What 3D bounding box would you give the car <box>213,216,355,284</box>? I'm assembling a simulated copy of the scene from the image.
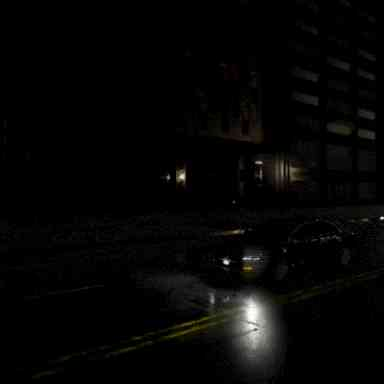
[{"bbox_3d":[2.826,1.502,9.690,4.892,1.490,1.837,0,0,-35],"label":"car"}]
